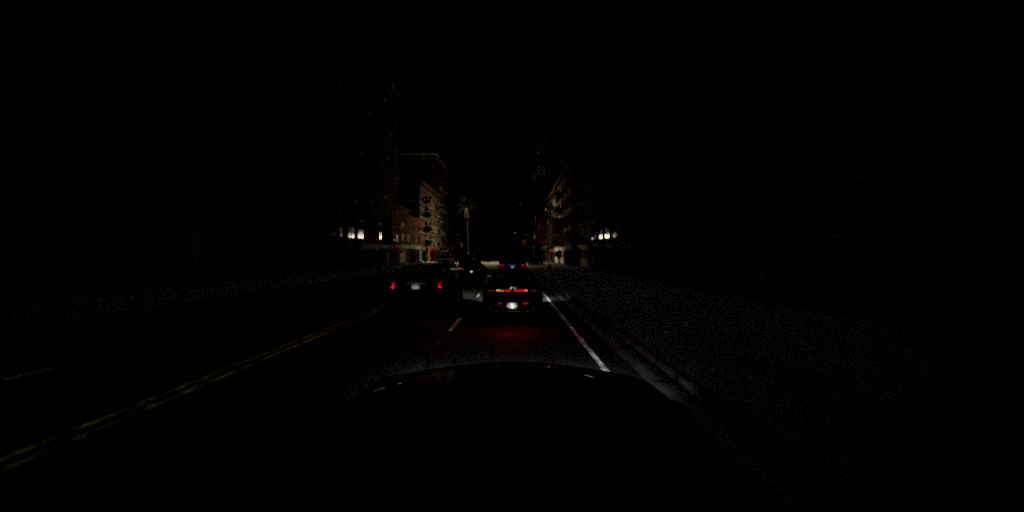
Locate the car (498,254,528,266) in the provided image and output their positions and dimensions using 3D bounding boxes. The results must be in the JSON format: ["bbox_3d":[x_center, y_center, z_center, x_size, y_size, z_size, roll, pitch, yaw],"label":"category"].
[{"bbox_3d":[0.064,0.842,28.130,2.150,2.045,5.566,0,1,0],"label":"car"}]

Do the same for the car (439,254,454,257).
[{"bbox_3d":[-9.817,0.699,53.290,2.150,2.045,5.566,0,0,0],"label":"car"}]

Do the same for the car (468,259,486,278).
[{"bbox_3d":[-3.176,1.170,30.184,1.994,1.385,4.181,0,0,0],"label":"car"}]

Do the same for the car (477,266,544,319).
[{"bbox_3d":[0.055,1.201,12.509,1.837,1.490,4.892,0,-1,1],"label":"car"}]

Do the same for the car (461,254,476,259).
[{"bbox_3d":[-6.571,0.700,53.385,2.150,2.045,5.566,0,0,0],"label":"car"}]

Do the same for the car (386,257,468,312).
[{"bbox_3d":[-3.181,1.045,14.005,2.097,1.767,4.553,0,0,0],"label":"car"}]
